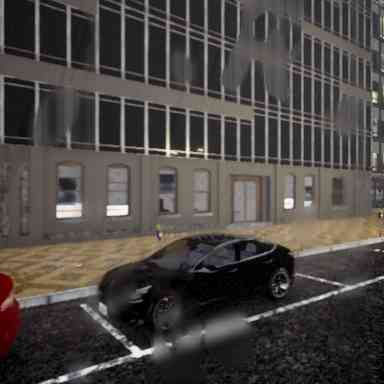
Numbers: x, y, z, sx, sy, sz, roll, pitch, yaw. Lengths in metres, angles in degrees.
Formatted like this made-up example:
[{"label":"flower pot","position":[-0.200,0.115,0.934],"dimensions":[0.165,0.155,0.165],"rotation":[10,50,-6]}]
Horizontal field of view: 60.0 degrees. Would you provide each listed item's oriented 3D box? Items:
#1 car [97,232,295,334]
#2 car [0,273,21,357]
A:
[{"label":"car","position":[0.300,1.558,6.783],"dimensions":[4.313,1.339,1.947],"rotation":[0,0,-36]},{"label":"car","position":[-4.327,1.547,3.467],"dimensions":[4.507,1.381,1.887],"rotation":[0,0,-36]}]
